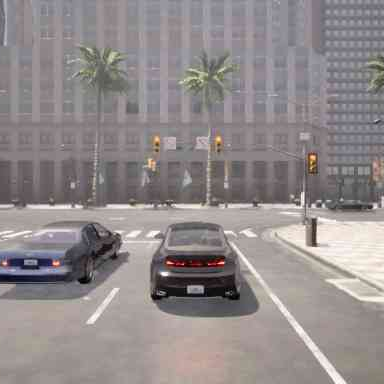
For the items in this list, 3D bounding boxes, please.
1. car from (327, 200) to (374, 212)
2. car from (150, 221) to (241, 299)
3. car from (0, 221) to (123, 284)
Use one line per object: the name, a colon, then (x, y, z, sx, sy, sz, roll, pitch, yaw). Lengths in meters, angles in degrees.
car: (18.215, 1.601, 38.483, 4.718, 1.301, 1.895, 0, 0, 0)
car: (0.074, 1.505, 8.403, 1.837, 1.490, 4.892, 0, 0, 0)
car: (-3.422, 1.547, 9.597, 2.033, 1.411, 5.357, 0, 0, 0)
